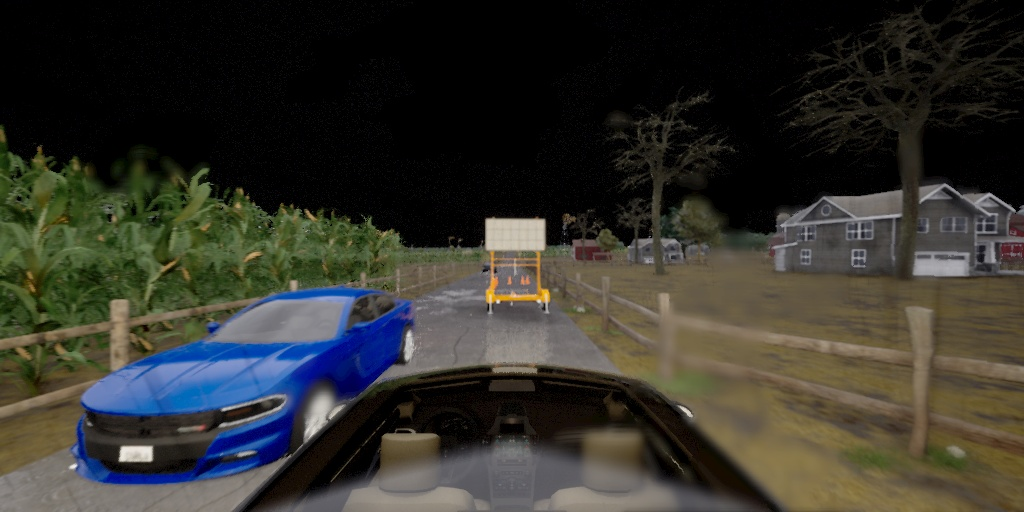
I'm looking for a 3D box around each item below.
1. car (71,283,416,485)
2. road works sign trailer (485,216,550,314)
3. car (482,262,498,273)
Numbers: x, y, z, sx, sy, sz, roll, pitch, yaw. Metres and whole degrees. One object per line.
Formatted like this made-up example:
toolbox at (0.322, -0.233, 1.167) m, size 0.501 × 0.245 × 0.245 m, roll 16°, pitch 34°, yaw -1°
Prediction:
car at (-2.849, 1.231, 5.218) m, size 1.882 × 1.535 × 5.008 m, roll 0°, pitch 0°, yaw 0°
road works sign trailer at (0.122, 0.239, 14.034) m, size 2.380 × 3.560 × 2.880 m, roll 0°, pitch 0°, yaw -5°
car at (-2.833, 1.468, 46.958) m, size 2.033 × 1.411 × 5.357 m, roll 0°, pitch 0°, yaw 0°
